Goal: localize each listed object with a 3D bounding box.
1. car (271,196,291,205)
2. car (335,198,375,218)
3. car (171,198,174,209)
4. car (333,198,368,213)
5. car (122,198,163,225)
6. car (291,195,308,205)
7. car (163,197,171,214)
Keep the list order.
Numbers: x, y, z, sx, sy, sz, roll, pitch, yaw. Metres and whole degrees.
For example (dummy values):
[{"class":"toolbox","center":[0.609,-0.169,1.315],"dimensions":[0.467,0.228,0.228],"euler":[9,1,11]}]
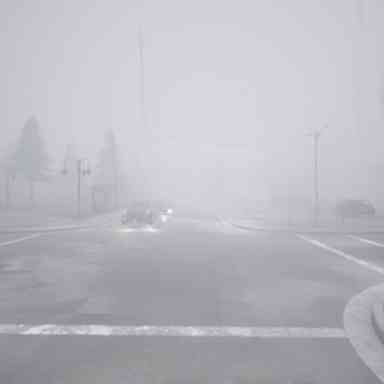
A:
[{"class":"car","center":[14.236,1.345,54.526],"dimensions":[2.007,1.523,4.514],"euler":[0,0,0]},{"class":"car","center":[13.973,1.376,28.493],"dimensions":[1.845,1.501,3.633],"euler":[0,0,0]},{"class":"car","center":[-3.559,1.496,46.765],"dimensions":[2.128,1.511,4.902],"euler":[0,0,0]},{"class":"car","center":[17.031,1.387,35.882],"dimensions":[1.970,1.475,3.806],"euler":[0,0,0]},{"class":"car","center":[-3.665,1.353,24.337],"dimensions":[2.097,1.767,4.553],"euler":[0,0,2]},{"class":"car","center":[17.373,1.335,54.545],"dimensions":[2.152,1.636,5.027],"euler":[0,0,0]},{"class":"car","center":[-3.573,1.481,35.167],"dimensions":[1.882,1.535,5.008],"euler":[0,0,0]}]
